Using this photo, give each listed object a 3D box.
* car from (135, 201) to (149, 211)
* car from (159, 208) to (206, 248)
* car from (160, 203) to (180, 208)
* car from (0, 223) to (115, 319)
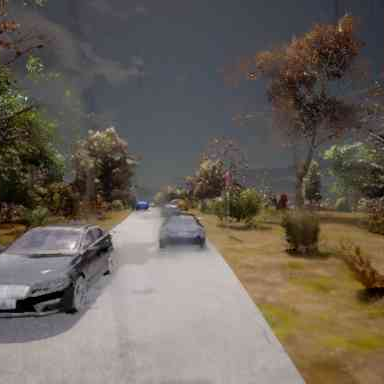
[{"bbox_3d":[-7.735,2.136,51.751,1.882,1.535,5.008,0,-2,-8],"label":"car"},{"bbox_3d":[-0.471,1.645,15.191,1.994,1.385,4.181,0,0,-3],"label":"car"},{"bbox_3d":[-2.120,1.828,32.601,1.812,1.442,4.674,0,-1,-7],"label":"car"},{"bbox_3d":[-3.050,1.519,7.705,2.128,1.511,4.902,0,0,-2],"label":"car"}]
